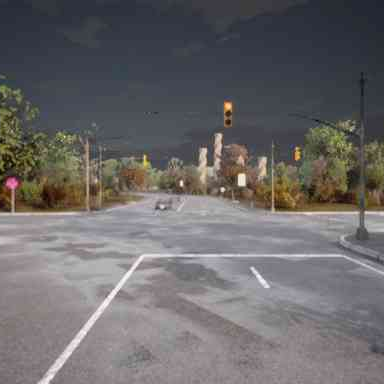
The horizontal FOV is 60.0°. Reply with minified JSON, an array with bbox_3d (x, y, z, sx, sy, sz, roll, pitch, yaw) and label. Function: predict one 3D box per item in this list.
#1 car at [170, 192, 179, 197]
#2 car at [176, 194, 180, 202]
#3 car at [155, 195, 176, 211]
[{"bbox_3d":[-4.895,0.761,92.881,1.895,1.301,4.718,0,1,-13],"label":"car"},{"bbox_3d":[-3.330,1.332,66.956,1.812,1.442,4.674,0,2,0],"label":"car"},{"bbox_3d":[-3.401,1.485,40.480,2.128,1.511,4.902,0,1,0],"label":"car"}]
